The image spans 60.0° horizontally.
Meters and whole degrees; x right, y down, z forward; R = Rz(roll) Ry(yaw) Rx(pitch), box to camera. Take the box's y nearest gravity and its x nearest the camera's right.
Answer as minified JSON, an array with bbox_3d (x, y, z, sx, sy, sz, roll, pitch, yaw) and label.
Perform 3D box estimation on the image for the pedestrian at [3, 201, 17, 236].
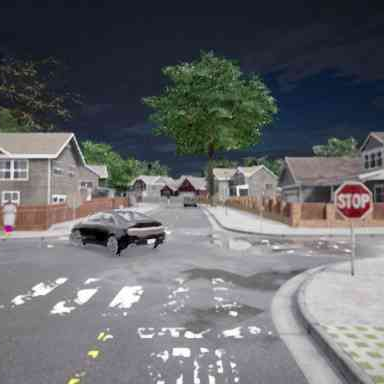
[{"bbox_3d":[-9.667,1.370,17.600,0.375,1.860,0.375,0,-1,1],"label":"pedestrian"}]

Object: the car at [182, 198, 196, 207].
[{"bbox_3d":[-0.440,1.717,54.013,1.994,1.385,4.181,0,-1,-6],"label":"car"}]

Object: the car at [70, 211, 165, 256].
[{"bbox_3d":[-3.093,1.497,13.240,2.128,1.511,4.902,0,0,-44],"label":"car"}]
